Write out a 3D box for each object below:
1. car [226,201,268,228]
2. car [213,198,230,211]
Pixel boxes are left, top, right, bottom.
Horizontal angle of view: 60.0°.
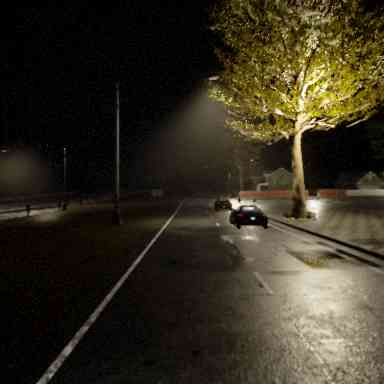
[{"bbox_3d":[3.601,1.530,21.615,1.994,1.385,4.181,0,0,0],"label":"car"},{"bbox_3d":[3.604,1.419,39.524,2.128,1.511,4.902,0,0,0],"label":"car"}]
